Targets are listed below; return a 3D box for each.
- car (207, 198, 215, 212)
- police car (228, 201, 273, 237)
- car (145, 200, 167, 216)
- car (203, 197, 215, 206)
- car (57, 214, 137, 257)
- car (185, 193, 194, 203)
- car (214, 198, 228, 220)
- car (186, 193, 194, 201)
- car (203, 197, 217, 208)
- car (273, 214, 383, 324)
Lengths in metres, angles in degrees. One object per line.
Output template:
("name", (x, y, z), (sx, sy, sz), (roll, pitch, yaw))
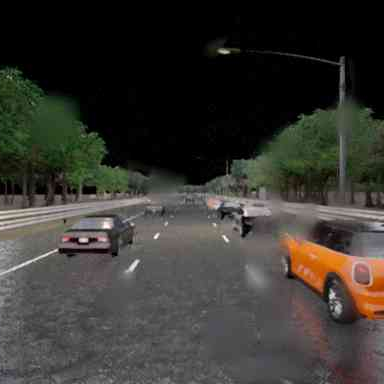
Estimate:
("car", (3.252, 1.730, 40.419), (1.895, 1.301, 4.718), (0, 0, 0))
("police car", (3.397, 1.486, 18.501), (1.930, 1.638, 5.238), (0, 0, 0))
("car", (-3.607, 1.601, 33.856), (2.128, 1.511, 4.902), (0, 0, 0))
("car", (3.106, 1.671, 62.389), (1.882, 1.535, 5.008), (0, 0, 0))
("car", (-3.467, 1.591, 13.087), (2.033, 1.411, 5.357), (0, 0, 0))
("car", (-0.452, 1.583, 71.503), (1.837, 1.490, 4.892), (0, 0, 0))
("car", (3.325, 1.573, 29.390), (1.882, 1.535, 5.008), (0, 0, 0))
("car", (-0.597, 1.398, 93.323), (2.150, 2.045, 5.566), (0, 0, 0))
("car", (3.179, 1.513, 51.359), (2.097, 1.767, 4.553), (0, 0, 0))
("car", (3.471, 1.377, 7.361), (2.097, 1.767, 4.553), (0, 0, 0))
